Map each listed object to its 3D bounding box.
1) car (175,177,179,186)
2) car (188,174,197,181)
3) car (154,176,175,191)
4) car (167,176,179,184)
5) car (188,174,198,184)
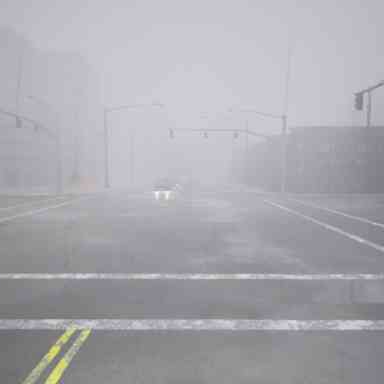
[{"bbox_3d":[-3.505,-1.627,51.286,1.837,1.490,4.892,0,4,0],"label":"car"},{"bbox_3d":[0.139,-3.510,79.987,2.128,1.511,4.902,0,4,0],"label":"car"},{"bbox_3d":[-3.526,-0.911,41.378,1.994,1.385,4.181,0,4,0],"label":"car"},{"bbox_3d":[-3.459,-2.202,61.405,1.895,1.301,4.718,0,4,0],"label":"car"},{"bbox_3d":[0.221,-2.336,62.284,1.812,1.442,4.674,0,4,0],"label":"car"}]
